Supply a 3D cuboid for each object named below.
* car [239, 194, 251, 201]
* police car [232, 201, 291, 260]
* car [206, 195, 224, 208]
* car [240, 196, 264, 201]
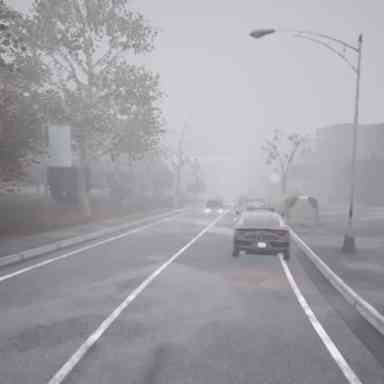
[{"bbox_3d":[5.383,1.202,28.322,2.097,1.767,4.553,1,1,10],"label":"car"},{"bbox_3d":[2.571,1.380,12.639,1.930,1.638,5.238,1,1,10],"label":"police car"},{"bbox_3d":[2.927,1.144,41.130,1.882,1.535,5.008,1,1,10],"label":"car"},{"bbox_3d":[4.357,1.345,22.607,1.801,1.575,5.366,1,1,10],"label":"car"}]
